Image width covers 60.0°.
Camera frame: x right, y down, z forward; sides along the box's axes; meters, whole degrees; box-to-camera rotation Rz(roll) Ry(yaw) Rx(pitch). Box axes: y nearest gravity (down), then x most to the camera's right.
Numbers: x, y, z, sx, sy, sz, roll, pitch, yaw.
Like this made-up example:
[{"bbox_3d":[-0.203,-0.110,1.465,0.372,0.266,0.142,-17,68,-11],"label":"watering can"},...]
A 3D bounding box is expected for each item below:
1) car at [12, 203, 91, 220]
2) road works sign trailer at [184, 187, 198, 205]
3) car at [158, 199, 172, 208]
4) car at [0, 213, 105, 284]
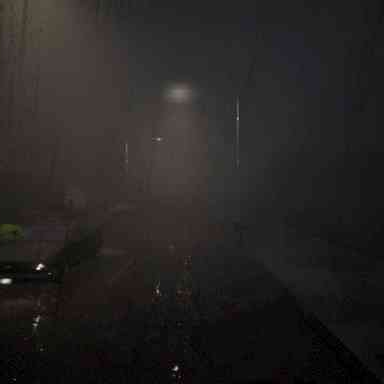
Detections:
[{"bbox_3d":[-10.325,1.561,24.834,5.357,1.415,2.033,0,0,-40],"label":"car"},{"bbox_3d":[-0.054,0.750,67.655,2.380,3.560,2.880,0,0,0],"label":"road works sign trailer"},{"bbox_3d":[-4.083,1.743,51.409,1.812,1.442,4.674,0,0,0],"label":"car"},{"bbox_3d":[-4.100,1.590,9.988,2.033,1.411,5.357,0,0,0],"label":"car"}]
